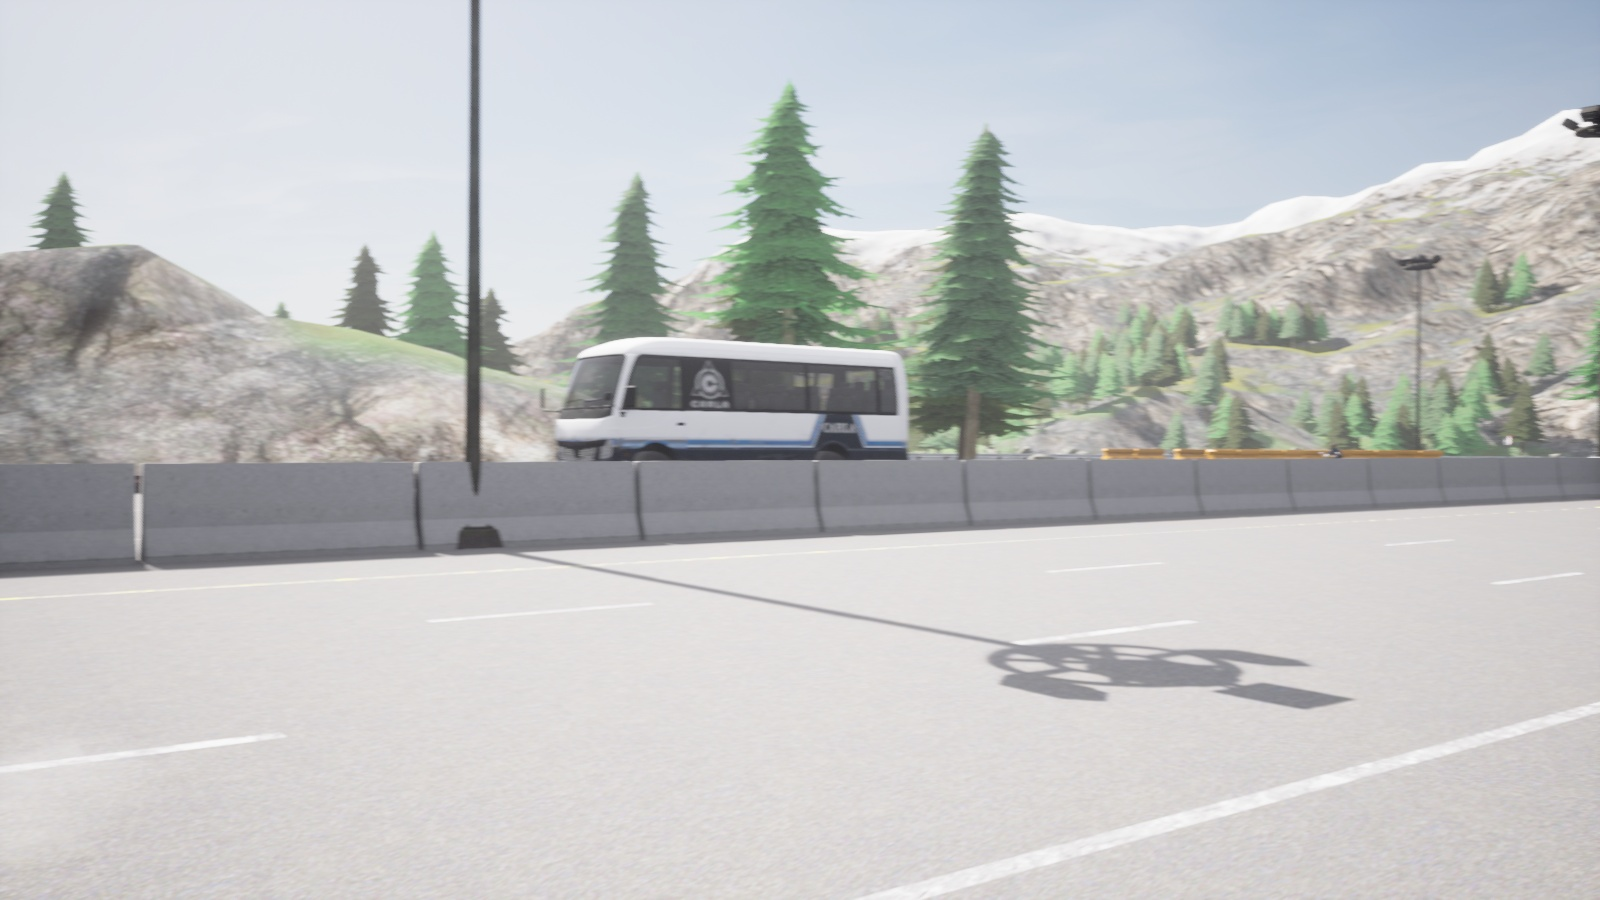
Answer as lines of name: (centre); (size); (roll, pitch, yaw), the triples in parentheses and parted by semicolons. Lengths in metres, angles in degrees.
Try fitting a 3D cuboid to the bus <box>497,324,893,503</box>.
bus: (-2.658, -0.867, 34.551); (10.273, 4.253, 3.944); (0, 0, -37)
